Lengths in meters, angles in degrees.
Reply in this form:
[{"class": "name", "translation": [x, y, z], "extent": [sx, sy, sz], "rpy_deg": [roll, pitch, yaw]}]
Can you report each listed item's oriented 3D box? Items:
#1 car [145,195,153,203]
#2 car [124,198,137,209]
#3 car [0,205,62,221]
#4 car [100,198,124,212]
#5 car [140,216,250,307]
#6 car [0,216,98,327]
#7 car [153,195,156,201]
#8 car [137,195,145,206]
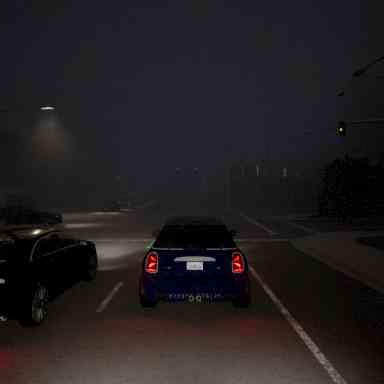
[{"class": "car", "translation": [-10.623, 1.539, 74.035], "extent": [2.097, 1.767, 4.553], "rpy_deg": [0, 1, 0]}, {"class": "car", "translation": [-10.680, 1.745, 53.791], "extent": [2.097, 1.767, 4.553], "rpy_deg": [0, 0, 0]}, {"class": "car", "translation": [-11.336, 1.645, 22.626], "extent": [4.674, 1.442, 1.812], "rpy_deg": [0, 0, -20]}, {"class": "car", "translation": [-10.669, 1.857, 43.910], "extent": [1.812, 1.442, 4.674], "rpy_deg": [0, 0, 0]}, {"class": "car", "translation": [0.060, 1.364, 8.155], "extent": [2.097, 1.767, 4.553], "rpy_deg": [0, 0, 0]}, {"class": "car", "translation": [-3.446, 1.503, 7.015], "extent": [2.128, 1.511, 4.902], "rpy_deg": [0, 0, 0]}, {"class": "car", "translation": [-10.648, 1.659, 89.173], "extent": [2.128, 1.511, 4.902], "rpy_deg": [0, 0, 0]}, {"class": "car", "translation": [-10.658, 1.817, 63.116], "extent": [1.882, 1.535, 5.008], "rpy_deg": [0, 1, 0]}]
